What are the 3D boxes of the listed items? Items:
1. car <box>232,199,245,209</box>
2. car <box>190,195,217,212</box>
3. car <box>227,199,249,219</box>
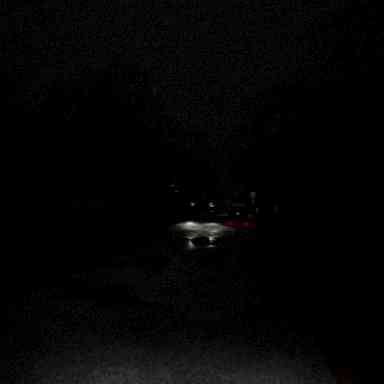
[{"bbox_3d":[6.976,1.765,49.895,1.895,1.301,4.718,2,0,8],"label":"car"},{"bbox_3d":[1.037,1.002,28.115,2.097,1.767,4.553,2,0,8],"label":"car"},{"bbox_3d":[4.188,1.622,30.173,1.812,1.442,4.674,2,0,8],"label":"car"}]
